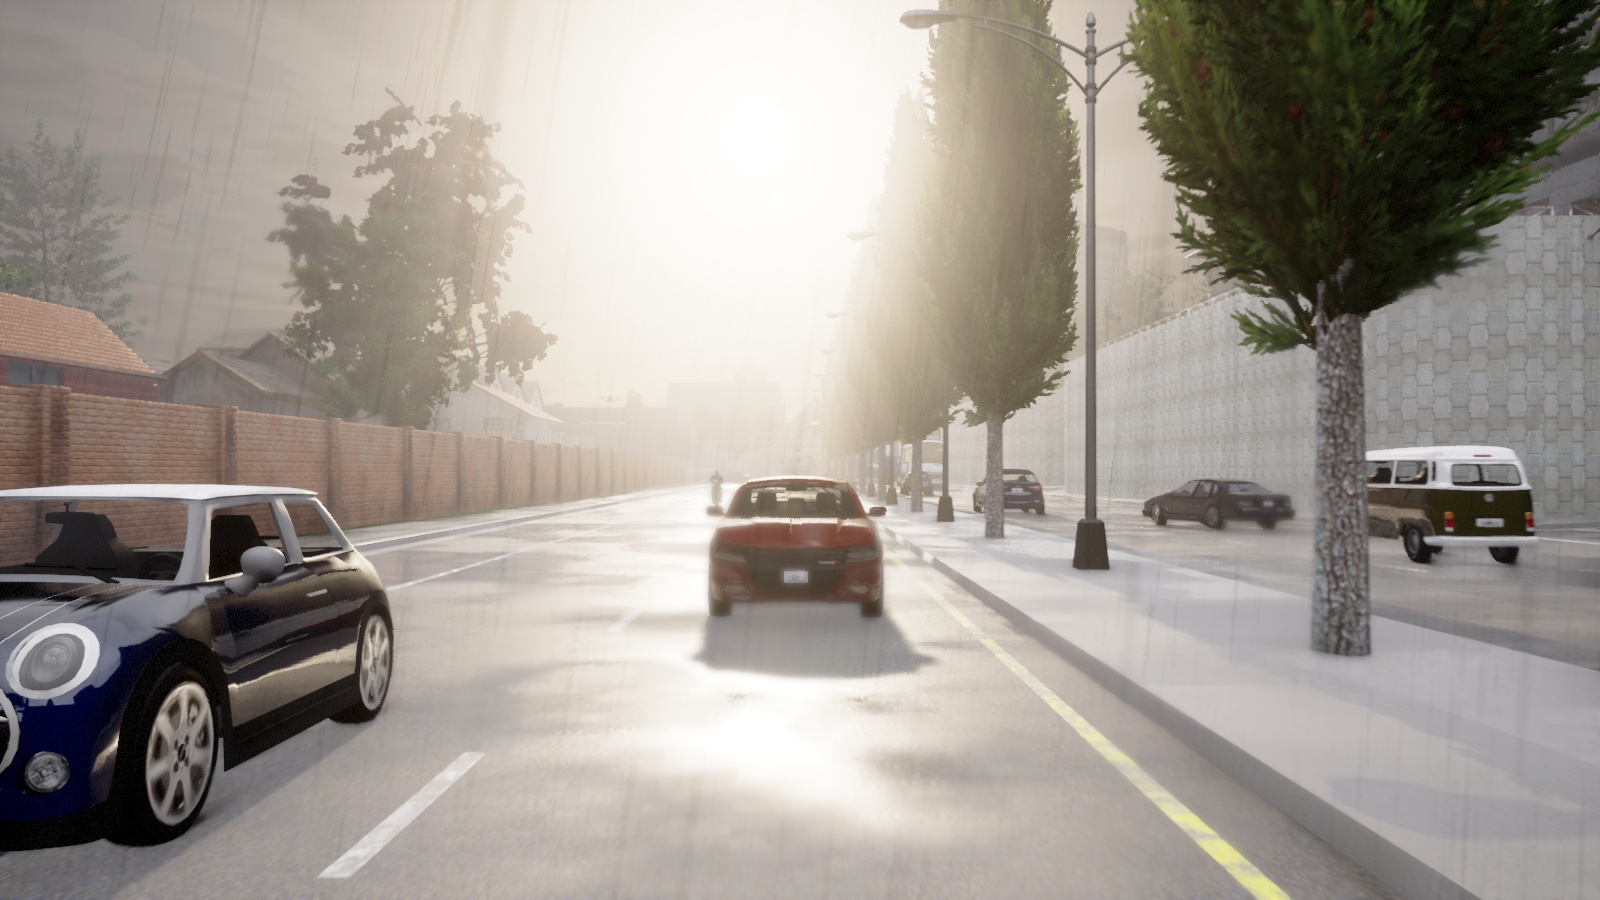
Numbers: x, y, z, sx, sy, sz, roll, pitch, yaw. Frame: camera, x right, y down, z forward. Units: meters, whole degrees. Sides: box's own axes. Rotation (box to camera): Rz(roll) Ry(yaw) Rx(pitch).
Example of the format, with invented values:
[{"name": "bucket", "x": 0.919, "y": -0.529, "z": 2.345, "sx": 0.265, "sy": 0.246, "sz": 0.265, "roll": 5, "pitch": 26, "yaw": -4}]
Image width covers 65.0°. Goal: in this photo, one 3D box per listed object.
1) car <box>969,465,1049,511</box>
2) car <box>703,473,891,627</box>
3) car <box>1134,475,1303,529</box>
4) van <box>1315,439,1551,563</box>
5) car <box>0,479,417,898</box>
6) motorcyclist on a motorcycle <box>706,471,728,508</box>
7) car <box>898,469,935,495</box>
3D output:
[{"name": "car", "x": 7.884, "y": 1.428, "z": 47.821, "sx": 2.242, "sy": 1.667, "sz": 4.611, "roll": 0, "pitch": -1, "yaw": 0}, {"name": "car", "x": -0.037, "y": 1.045, "z": 15.096, "sx": 1.882, "sy": 1.535, "sz": 5.008, "roll": 0, "pitch": -1, "yaw": 0}, {"name": "car", "x": 11.798, "y": 1.415, "z": 35.862, "sx": 2.033, "sy": 1.411, "sz": 5.357, "roll": 0, "pitch": -1, "yaw": -14}, {"name": "van", "x": 11.441, "y": 0.869, "z": 23.122, "sx": 2.069, "sy": 2.038, "sz": 4.480, "roll": 0, "pitch": 0, "yaw": 0}, {"name": "car", "x": -3.516, "y": 0.902, "z": 6.414, "sx": 1.970, "sy": 1.475, "sz": 3.806, "roll": 0, "pitch": -1, "yaw": 0}, {"name": "motorcyclist on a motorcycle", "x": -3.634, "y": 1.707, "z": 55.209, "sx": 0.866, "sy": 1.590, "sz": 1.817, "roll": 0, "pitch": -1, "yaw": 0}, {"name": "car", "x": 7.796, "y": 2.123, "z": 84.212, "sx": 2.033, "sy": 1.649, "sz": 4.856, "roll": 0, "pitch": -1, "yaw": 0}]
